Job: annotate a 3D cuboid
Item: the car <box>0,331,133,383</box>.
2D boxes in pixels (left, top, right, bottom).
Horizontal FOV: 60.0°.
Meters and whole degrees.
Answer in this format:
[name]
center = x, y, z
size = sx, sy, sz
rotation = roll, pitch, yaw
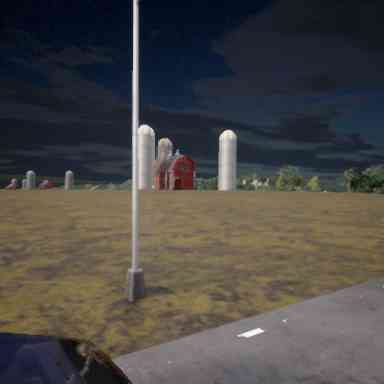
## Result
[car]
center = -2.209, 1.560, 1.495
size = 4.181, 1.385, 1.994
rotation = 0, 0, -36
